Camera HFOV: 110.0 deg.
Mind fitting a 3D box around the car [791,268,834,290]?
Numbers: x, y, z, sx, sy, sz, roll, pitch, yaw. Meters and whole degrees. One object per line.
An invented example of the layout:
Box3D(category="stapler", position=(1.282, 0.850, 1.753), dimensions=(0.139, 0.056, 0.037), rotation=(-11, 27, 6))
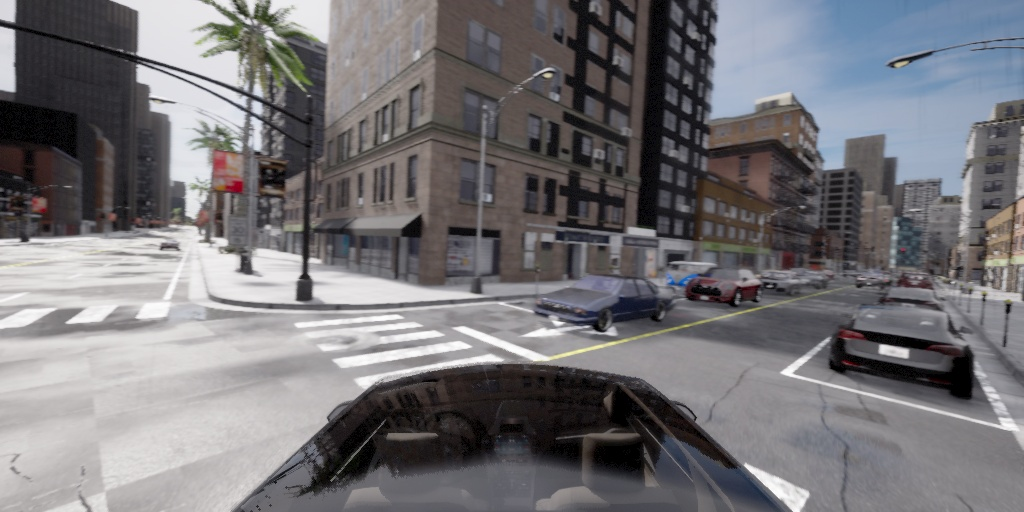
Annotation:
Box3D(category="car", position=(25.334, 1.971, 30.486), dimensions=(4.902, 1.511, 2.128), rotation=(2, 2, -41))

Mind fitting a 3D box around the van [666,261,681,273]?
Box3D(category="van", position=(10.483, 1.228, 20.968), dimensions=(3.998, 1.789, 1.690), rotation=(0, 0, -41))

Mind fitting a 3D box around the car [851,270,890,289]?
Box3D(category="car", position=(34.036, 2.380, 33.928), dimensions=(4.902, 1.511, 2.128), rotation=(2, 2, -41))

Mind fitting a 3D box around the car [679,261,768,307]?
Box3D(category="car", position=(10.213, 1.320, 17.247), dimensions=(4.553, 1.767, 2.097), rotation=(2, 2, -41))

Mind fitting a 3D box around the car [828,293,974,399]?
Box3D(category="car", position=(7.832, 1.661, 7.312), dimensions=(4.313, 1.339, 1.948), rotation=(0, 0, -41))

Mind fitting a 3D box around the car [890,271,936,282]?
Box3D(category="car", position=(32.606, 2.245, 29.066), dimensions=(5.009, 1.841, 2.192), rotation=(0, 0, -41))

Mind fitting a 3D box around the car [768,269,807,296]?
Box3D(category="car", position=(17.694, 1.781, 23.836), dimensions=(4.181, 1.385, 1.994), rotation=(2, 2, -42))

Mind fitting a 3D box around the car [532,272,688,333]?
Box3D(category="car", position=(3.086, 1.280, 11.010), dimensions=(5.357, 1.411, 2.033), rotation=(2, 2, -41))

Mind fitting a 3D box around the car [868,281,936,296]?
Box3D(category="car", position=(16.090, 1.934, 14.564), dimensions=(4.313, 1.339, 1.948), rotation=(0, 0, -41))

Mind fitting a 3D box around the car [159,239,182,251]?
Box3D(category="car", position=(-42.217, -1.395, 44.319), dimensions=(2.033, 1.411, 5.357), rotation=(1, 2, -42))
